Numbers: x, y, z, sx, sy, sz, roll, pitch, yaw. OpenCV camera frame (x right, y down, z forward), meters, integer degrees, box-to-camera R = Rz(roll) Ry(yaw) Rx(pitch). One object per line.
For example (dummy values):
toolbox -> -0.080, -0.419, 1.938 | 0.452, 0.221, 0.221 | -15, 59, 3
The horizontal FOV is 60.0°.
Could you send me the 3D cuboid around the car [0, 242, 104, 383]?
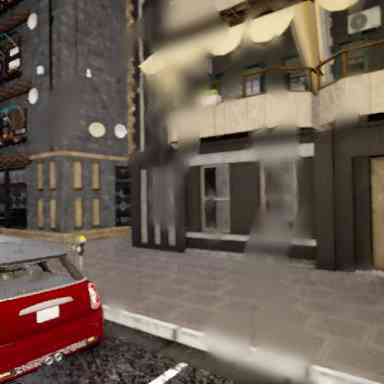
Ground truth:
car -> -3.284, 1.490, 5.069 | 4.097, 1.590, 1.967 | -1, -1, 35
